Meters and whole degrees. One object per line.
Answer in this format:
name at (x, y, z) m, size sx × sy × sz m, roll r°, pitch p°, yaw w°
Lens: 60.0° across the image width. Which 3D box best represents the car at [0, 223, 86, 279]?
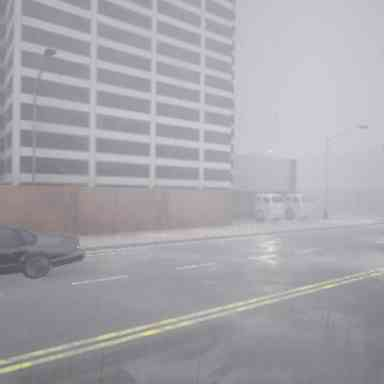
car at (-5.613, 1.543, 8.593) m, size 5.357 × 1.411 × 2.033 m, roll 1°, pitch 0°, yaw -35°
